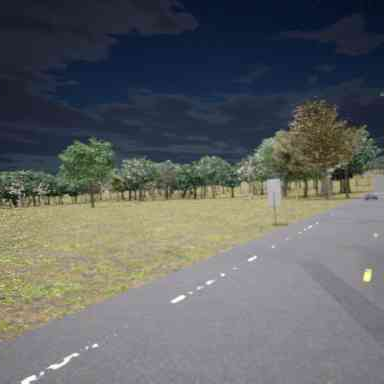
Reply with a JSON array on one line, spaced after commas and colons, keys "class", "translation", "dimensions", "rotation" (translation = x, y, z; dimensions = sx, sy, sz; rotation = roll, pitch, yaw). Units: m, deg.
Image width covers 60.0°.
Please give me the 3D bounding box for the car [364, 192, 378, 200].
[{"class": "car", "translation": [31.660, 0.733, 58.765], "dimensions": [1.994, 1.385, 4.181], "rotation": [-3, -1, 30]}]
